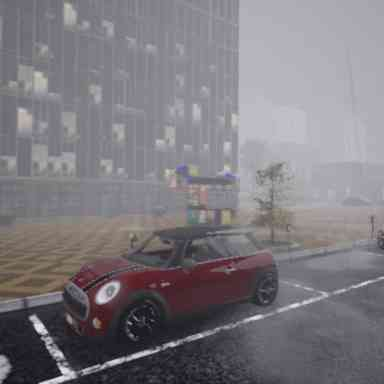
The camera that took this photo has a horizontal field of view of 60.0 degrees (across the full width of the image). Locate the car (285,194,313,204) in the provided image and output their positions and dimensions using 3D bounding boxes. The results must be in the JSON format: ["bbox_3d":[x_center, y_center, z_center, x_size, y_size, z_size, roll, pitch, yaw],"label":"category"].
[{"bbox_3d":[22.398,1.426,68.294,2.192,1.841,5.009,0,-1,-35],"label":"car"}]

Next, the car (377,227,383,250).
[{"bbox_3d":[8.920,1.515,12.877,4.507,1.381,1.887,0,1,-36],"label":"car"}]

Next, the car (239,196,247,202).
[{"bbox_3d":[12.839,1.629,81.928,1.967,1.590,4.097,0,-1,-35],"label":"car"}]

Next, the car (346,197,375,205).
[{"bbox_3d":[29.406,1.637,58.265,1.802,1.307,4.206,1,-1,-35],"label":"car"}]

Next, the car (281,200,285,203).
[{"bbox_3d":[19.206,1.577,72.836,1.967,1.590,4.097,0,-1,-35],"label":"car"}]

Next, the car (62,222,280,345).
[{"bbox_3d":[-0.269,1.434,6.315,4.097,1.590,1.967,0,1,-36],"label":"car"}]

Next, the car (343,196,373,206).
[{"bbox_3d":[24.828,1.373,49.710,1.967,1.590,4.097,1,-1,-35],"label":"car"}]

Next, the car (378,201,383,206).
[{"bbox_3d":[32.530,1.595,53.762,1.947,1.339,4.313,1,-1,-35],"label":"car"}]
